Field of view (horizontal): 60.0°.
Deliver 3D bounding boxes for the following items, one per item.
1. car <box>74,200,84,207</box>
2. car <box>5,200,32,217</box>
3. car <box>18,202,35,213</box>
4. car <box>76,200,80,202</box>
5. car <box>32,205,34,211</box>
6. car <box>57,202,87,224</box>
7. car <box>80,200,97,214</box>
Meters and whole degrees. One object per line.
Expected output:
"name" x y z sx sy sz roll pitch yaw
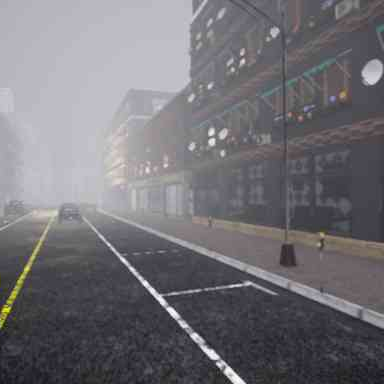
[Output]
"car" -25.410 2.503 74.623 2.008 1.369 4.403 0 -1 -21
"car" -21.072 1.943 40.062 2.192 1.841 5.009 0 -1 -21
"car" -25.124 2.313 50.578 1.887 1.381 4.507 0 -1 -21
"car" -15.132 2.020 40.714 1.882 1.535 5.008 -1 0 -21
"car" -23.098 2.138 45.319 1.967 1.590 4.097 0 -1 -21
"car" -10.460 1.872 28.596 2.128 1.511 4.902 -1 0 -21
"car" -13.311 2.059 43.230 1.752 1.417 4.829 0 -1 -21
